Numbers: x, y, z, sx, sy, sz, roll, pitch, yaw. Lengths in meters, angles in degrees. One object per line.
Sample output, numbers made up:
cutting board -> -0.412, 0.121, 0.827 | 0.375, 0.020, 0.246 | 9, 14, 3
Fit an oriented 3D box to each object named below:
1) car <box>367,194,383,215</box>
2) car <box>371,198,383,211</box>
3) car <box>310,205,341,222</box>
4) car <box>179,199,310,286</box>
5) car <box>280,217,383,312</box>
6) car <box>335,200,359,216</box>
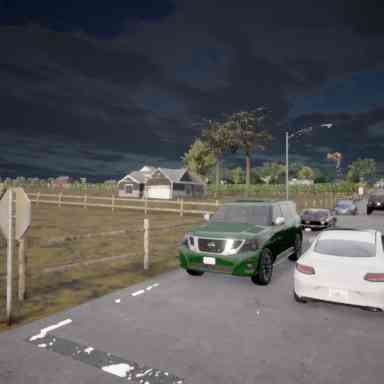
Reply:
car -> 19.200, 1.265, 33.991 | 2.150, 2.045, 5.566 | 0, 0, 32
car -> 24.384, 1.594, 42.903 | 2.033, 1.411, 5.357 | 0, 0, 30
car -> 7.036, 1.637, 18.997 | 1.895, 1.301, 4.718 | 0, 0, 30
car -> 1.802, 1.244, 10.094 | 2.150, 2.045, 5.566 | 0, 0, 31
car -> 3.598, 1.534, 7.522 | 1.812, 1.442, 4.674 | 0, 0, 30
car -> 15.304, 1.579, 33.007 | 1.812, 1.442, 4.674 | 0, 0, 31
